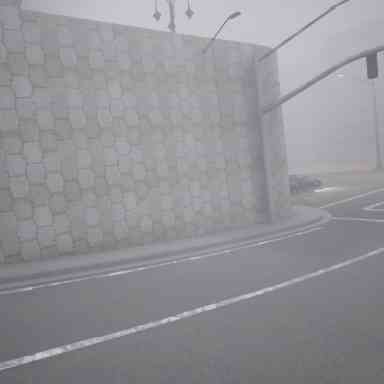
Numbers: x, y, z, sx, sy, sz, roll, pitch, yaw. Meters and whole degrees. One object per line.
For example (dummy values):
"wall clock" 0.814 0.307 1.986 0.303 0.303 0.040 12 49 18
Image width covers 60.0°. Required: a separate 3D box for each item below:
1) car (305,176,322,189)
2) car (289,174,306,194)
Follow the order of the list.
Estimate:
"car" 9.642 -0.906 30.413 1.994 1.385 4.181 -10 6 -34
"car" 6.821 -0.602 28.350 2.097 1.767 4.553 -10 6 -35
